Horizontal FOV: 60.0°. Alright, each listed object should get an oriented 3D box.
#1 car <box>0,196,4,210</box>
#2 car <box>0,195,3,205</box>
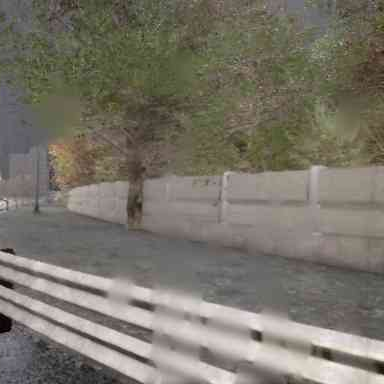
[{"bbox_3d":[-25.575,1.387,42.670,2.150,2.045,5.566,1,-1,-22],"label":"car"},{"bbox_3d":[-37.352,1.496,62.731,2.150,2.045,5.566,1,-1,-22],"label":"car"}]
